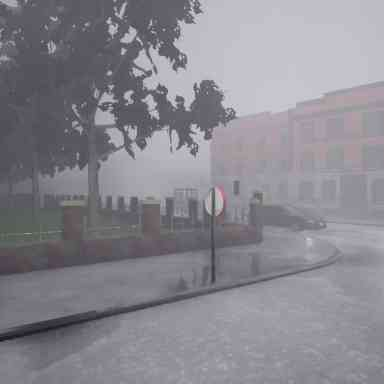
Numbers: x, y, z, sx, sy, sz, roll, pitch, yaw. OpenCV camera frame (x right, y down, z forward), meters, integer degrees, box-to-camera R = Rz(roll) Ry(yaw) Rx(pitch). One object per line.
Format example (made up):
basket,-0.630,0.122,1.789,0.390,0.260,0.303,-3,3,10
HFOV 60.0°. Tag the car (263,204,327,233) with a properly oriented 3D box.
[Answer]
car,5.661,1.504,20.066,1.837,1.490,4.892,0,0,-35

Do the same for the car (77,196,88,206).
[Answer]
car,-16.641,1.355,51.484,2.097,1.767,4.553,0,0,-36

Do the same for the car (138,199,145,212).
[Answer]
car,-5.007,1.526,35.047,1.812,1.442,4.674,0,0,-36
